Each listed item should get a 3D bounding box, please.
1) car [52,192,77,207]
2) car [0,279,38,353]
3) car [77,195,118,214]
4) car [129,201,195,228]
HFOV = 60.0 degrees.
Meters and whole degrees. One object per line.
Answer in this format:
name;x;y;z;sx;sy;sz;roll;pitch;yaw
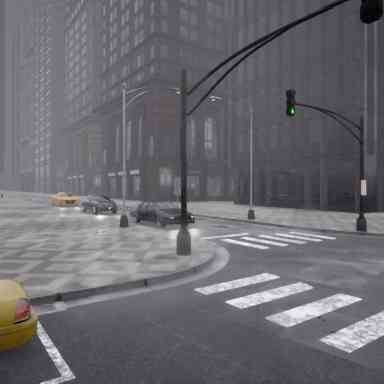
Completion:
car;-14.259;0.787;37.168;1.882;1.535;5.008;0;1;-36
car;-4.347;1.525;3.543;4.829;1.417;1.752;0;0;-36
car;-7.984;1.005;28.479;1.837;1.490;4.892;0;1;-36
car;-2.001;1.237;20.207;2.033;1.411;5.357;0;1;-36
